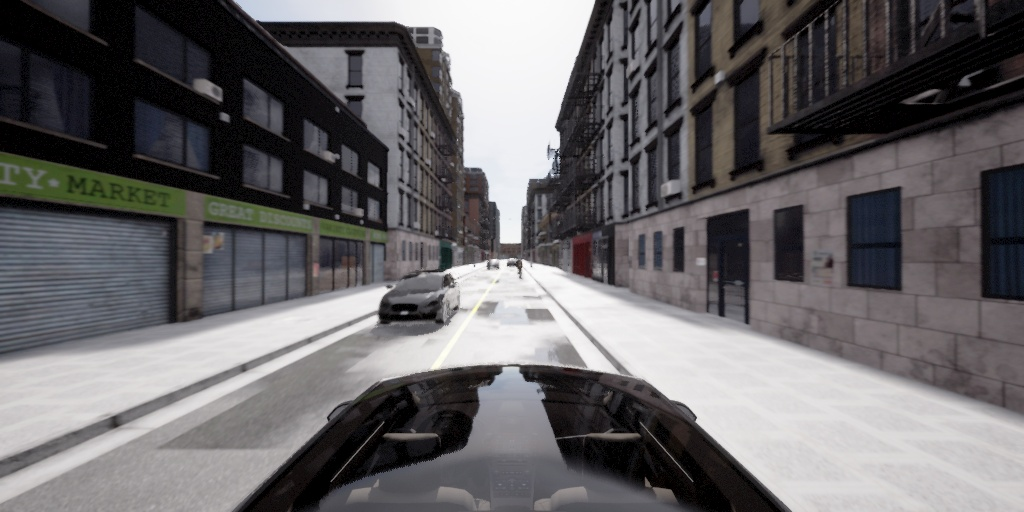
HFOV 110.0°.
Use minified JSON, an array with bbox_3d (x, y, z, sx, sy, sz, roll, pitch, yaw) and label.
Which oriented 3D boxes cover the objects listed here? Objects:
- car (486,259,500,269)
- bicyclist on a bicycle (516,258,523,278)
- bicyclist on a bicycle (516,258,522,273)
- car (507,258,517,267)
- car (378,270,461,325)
[{"bbox_3d":[-2.812,1.194,53.617,2.128,1.511,4.902,0,0,0],"label":"car"},{"bbox_3d":[0.754,1.183,32.051,0.582,1.620,1.656,0,0,0],"label":"bicyclist on a bicycle"},{"bbox_3d":[0.753,1.090,41.676,0.659,1.776,1.843,0,0,0],"label":"bicyclist on a bicycle"},{"bbox_3d":[0.022,1.285,65.204,1.895,1.301,4.718,0,0,1],"label":"car"},{"bbox_3d":[-2.849,1.253,11.918,1.837,1.490,4.892,0,0,0],"label":"car"}]
